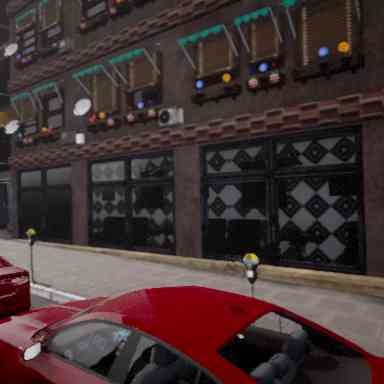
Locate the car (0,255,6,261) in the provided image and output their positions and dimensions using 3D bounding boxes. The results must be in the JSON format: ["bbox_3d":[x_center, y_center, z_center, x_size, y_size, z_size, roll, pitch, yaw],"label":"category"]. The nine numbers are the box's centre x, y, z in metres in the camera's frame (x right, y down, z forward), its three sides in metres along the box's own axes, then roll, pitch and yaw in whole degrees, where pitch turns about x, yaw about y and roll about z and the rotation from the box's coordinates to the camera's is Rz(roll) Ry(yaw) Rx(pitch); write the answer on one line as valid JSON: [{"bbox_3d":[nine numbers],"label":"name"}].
[{"bbox_3d":[-4.781,1.583,6.166,4.507,1.381,1.887,0,-2,36],"label":"car"}]

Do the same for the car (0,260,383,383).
[{"bbox_3d":[-0.283,1.554,2.949,4.507,1.381,1.887,0,-2,36],"label":"car"}]
